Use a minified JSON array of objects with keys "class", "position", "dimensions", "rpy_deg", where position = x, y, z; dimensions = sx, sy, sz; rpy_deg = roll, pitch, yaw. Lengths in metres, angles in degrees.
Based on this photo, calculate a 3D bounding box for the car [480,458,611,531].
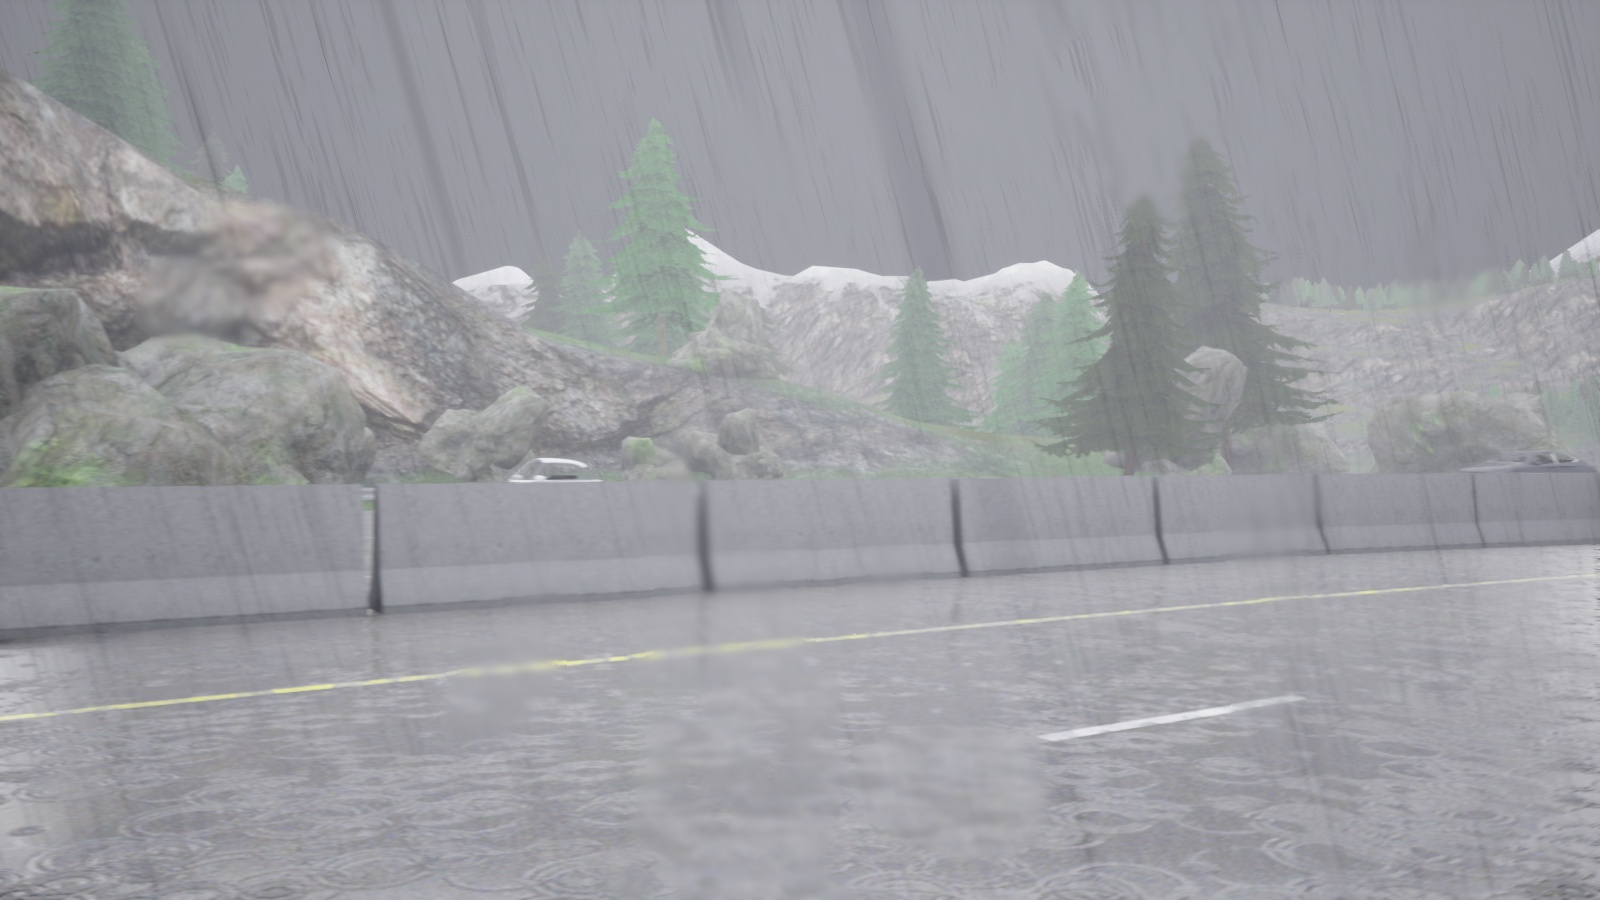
[{"class":"car","position":[-5.107,0.862,25.191],"dimensions":[2.207,1.376,1.481],"rpy_deg":[0,-1,-31]}]

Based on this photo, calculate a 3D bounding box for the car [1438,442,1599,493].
[{"class":"car","position":[24.490,0.567,42.584],"dimensions":[5.027,1.651,2.152],"rpy_deg":[0,0,-18]}]
